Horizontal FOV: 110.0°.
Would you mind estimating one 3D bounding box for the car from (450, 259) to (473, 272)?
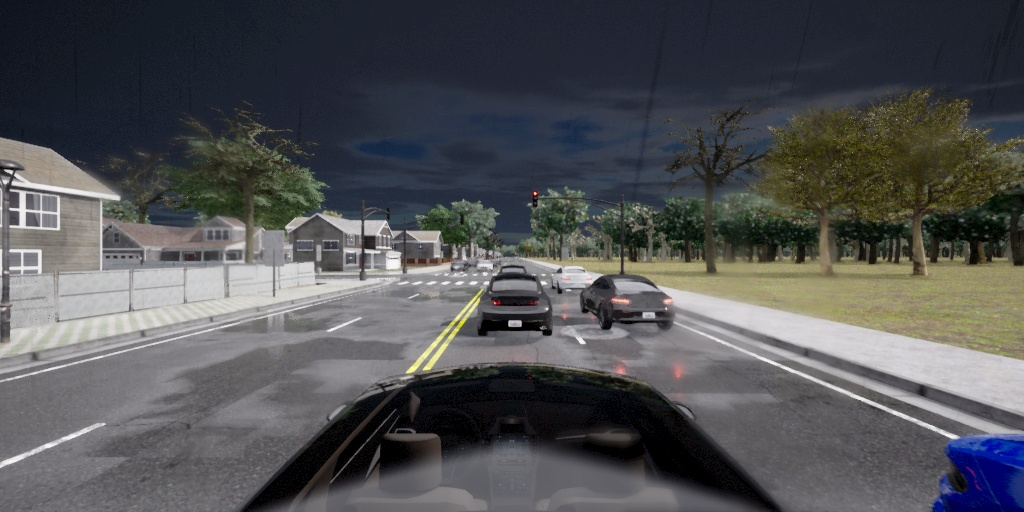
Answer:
[{"bbox_3d":[-6.587,1.230,45.096,2.128,1.511,4.902,0,0,0],"label":"car"}]

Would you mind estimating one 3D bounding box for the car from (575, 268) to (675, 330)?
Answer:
[{"bbox_3d":[3.334,1.275,11.009,1.812,1.442,4.674,0,0,0],"label":"car"}]

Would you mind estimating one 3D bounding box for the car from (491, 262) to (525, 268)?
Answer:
[{"bbox_3d":[0.060,1.254,19.786,1.837,1.490,4.892,0,0,0],"label":"car"}]

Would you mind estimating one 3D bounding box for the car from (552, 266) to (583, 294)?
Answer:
[{"bbox_3d":[3.313,1.275,20.114,1.812,1.442,4.674,0,0,0],"label":"car"}]

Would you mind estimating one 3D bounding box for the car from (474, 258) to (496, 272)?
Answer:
[{"bbox_3d":[-3.339,1.267,44.832,1.812,1.442,4.674,0,0,0],"label":"car"}]

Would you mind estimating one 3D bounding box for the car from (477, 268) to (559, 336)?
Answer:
[{"bbox_3d":[0.084,1.255,10.370,1.837,1.490,4.892,0,0,0],"label":"car"}]

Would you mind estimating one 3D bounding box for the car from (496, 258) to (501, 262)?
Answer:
[{"bbox_3d":[-3.319,1.227,59.422,1.837,1.490,4.892,0,2,0],"label":"car"}]
